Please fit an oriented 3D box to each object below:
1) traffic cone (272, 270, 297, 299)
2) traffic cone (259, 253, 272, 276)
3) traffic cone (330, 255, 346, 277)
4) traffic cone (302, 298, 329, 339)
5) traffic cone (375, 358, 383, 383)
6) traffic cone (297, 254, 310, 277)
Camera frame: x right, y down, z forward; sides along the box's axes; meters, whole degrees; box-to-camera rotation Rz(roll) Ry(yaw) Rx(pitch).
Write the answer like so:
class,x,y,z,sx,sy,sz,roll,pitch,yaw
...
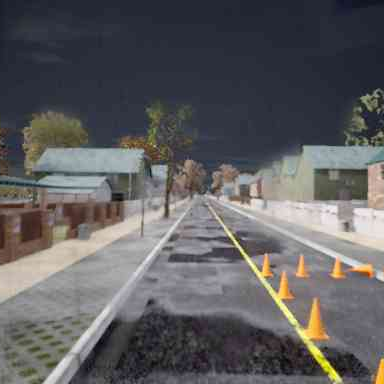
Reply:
class,x,y,z,sx,sy,sz,roll,pitch,yaw
traffic cone,2.053,2.026,7.404,0.340,0.580,0.340,1,0,1
traffic cone,2.101,2.036,9.404,0.340,0.580,0.340,1,0,1
traffic cone,4.100,2.069,9.356,0.340,0.580,0.340,1,0,1
traffic cone,2.005,2.015,5.405,0.340,0.580,0.340,1,0,1
traffic cone,1.957,2.005,3.405,0.340,0.580,0.340,1,0,1
traffic cone,3.101,2.052,9.379,0.340,0.580,0.340,1,0,1
